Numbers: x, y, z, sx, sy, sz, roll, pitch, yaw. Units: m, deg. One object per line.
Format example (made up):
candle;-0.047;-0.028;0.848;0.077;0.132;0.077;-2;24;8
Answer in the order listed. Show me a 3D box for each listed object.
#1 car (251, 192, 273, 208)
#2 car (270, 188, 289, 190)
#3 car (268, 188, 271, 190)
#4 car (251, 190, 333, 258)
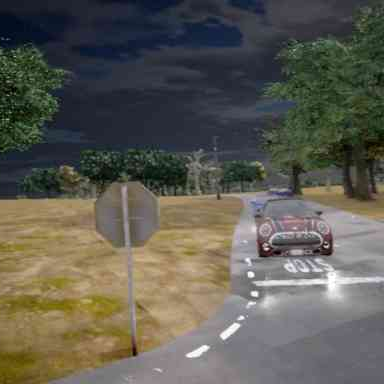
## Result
car;7.050;0.771;33.709;1.895;1.301;4.718;-4;1;9
car;11.538;0.275;42.218;1.882;1.535;5.008;-4;0;8
car;12.762;0.135;52.479;1.882;1.535;5.008;-4;0;6
car;3.212;1.007;11.275;2.097;1.767;4.553;-4;1;10
